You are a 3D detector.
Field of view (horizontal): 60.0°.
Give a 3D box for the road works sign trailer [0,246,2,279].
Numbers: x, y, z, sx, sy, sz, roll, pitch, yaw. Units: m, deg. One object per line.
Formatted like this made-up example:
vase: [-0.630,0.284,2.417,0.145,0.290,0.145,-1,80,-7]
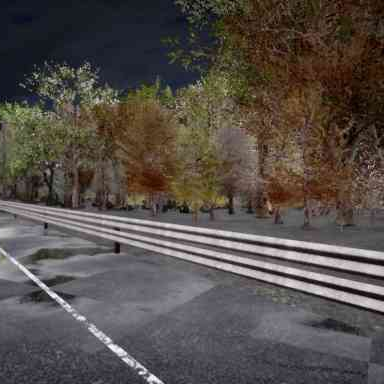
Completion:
road works sign trailer: [-6.698,0.470,9.150,2.380,3.560,2.880,0,0,-37]
